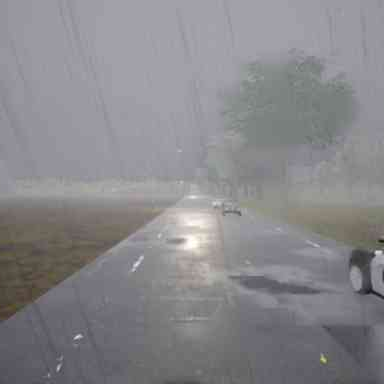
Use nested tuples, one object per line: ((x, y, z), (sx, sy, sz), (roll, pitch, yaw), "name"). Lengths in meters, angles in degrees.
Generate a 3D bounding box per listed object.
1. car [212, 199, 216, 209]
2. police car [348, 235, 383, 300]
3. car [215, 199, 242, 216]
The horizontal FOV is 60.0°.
((3.718, 1.592, 44.048), (1.895, 1.301, 4.718), (0, 0, 1), "car")
((4.568, 1.454, 5.922), (1.930, 1.638, 5.238), (0, 0, 0), "police car")
((3.724, 1.558, 32.804), (2.033, 1.411, 5.357), (0, 0, 1), "car")
